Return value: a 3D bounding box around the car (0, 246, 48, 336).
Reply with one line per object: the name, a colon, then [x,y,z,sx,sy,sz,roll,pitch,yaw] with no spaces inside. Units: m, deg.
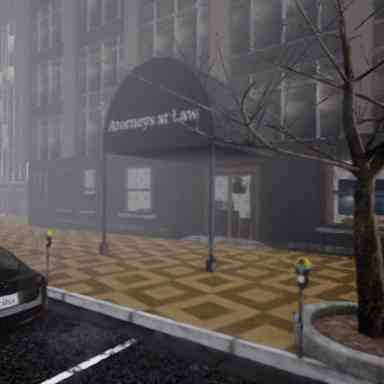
car: [-4.329,1.611,5.950,4.313,1.339,1.947,0,1,36]
